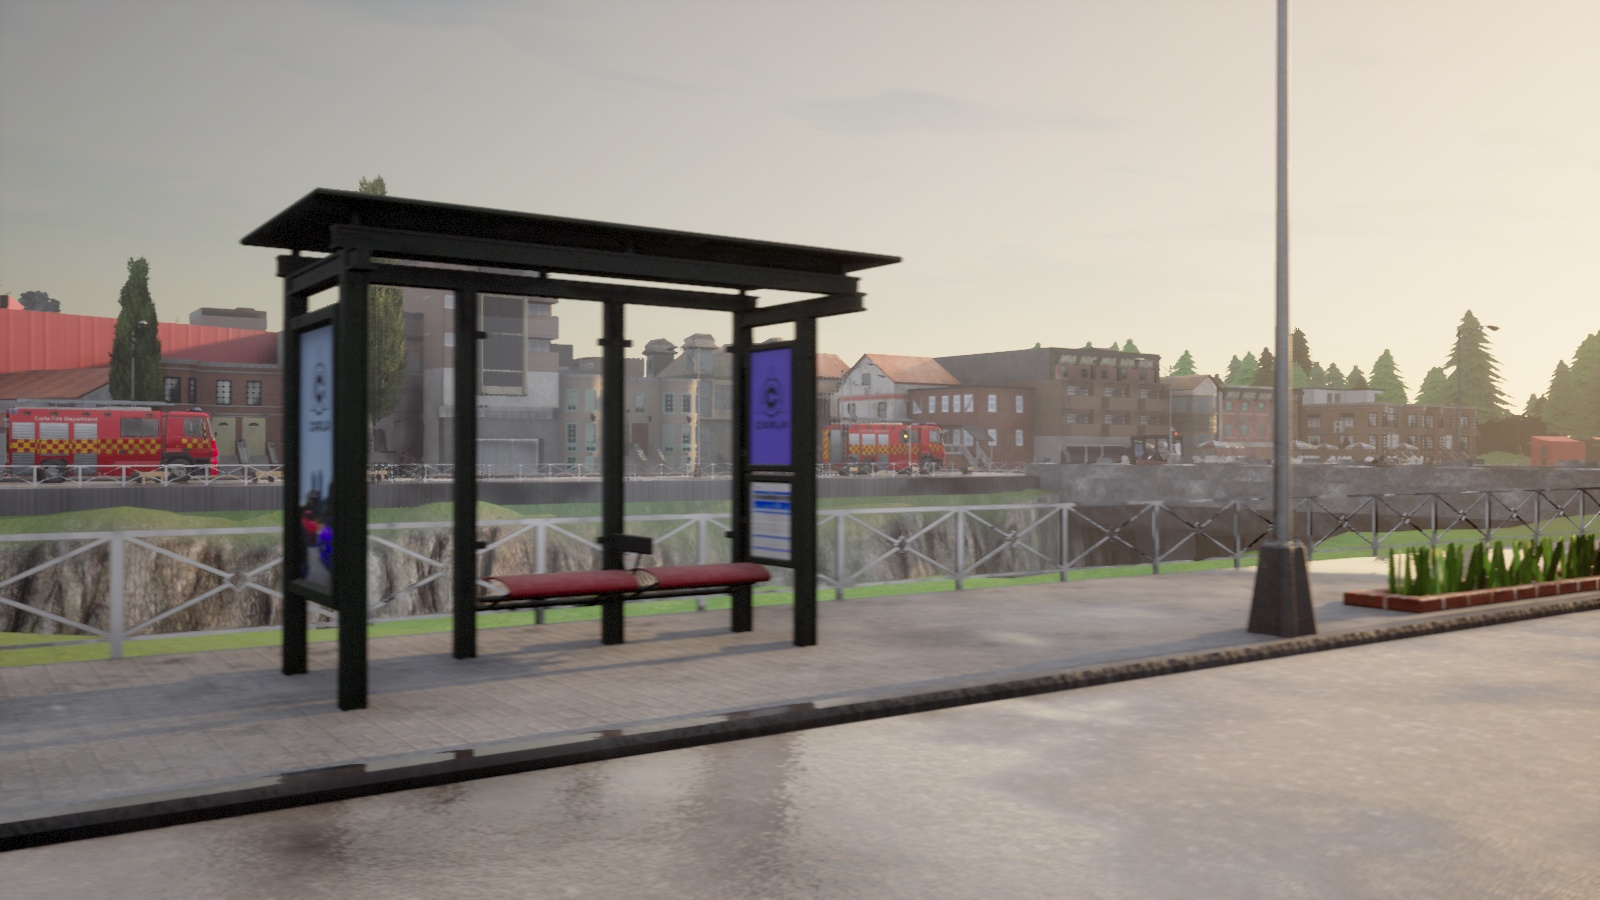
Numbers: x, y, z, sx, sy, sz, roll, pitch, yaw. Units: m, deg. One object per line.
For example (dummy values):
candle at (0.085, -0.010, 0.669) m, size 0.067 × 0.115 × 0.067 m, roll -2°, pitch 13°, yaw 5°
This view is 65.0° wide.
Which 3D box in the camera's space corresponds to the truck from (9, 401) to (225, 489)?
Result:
truck at (-31.272, -0.212, 57.691) m, size 8.468 × 3.827 × 2.891 m, roll 0°, pitch 0°, yaw -35°

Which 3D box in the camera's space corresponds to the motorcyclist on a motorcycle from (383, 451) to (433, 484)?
motorcyclist on a motorcycle at (-20.370, 0.898, 65.280) m, size 2.350 × 1.649 × 0.766 m, roll 0°, pitch 0°, yaw -35°

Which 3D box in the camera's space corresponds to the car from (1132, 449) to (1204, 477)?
car at (22.606, 0.784, 77.202) m, size 1.851 × 1.617 × 3.988 m, roll 0°, pitch 0°, yaw -35°

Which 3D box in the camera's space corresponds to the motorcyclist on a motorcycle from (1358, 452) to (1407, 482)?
motorcyclist on a motorcycle at (30.508, 0.877, 65.846) m, size 0.866 × 1.530 × 2.191 m, roll 0°, pitch 0°, yaw -35°

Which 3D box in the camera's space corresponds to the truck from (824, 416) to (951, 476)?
truck at (5.853, -0.227, 83.543) m, size 8.468 × 3.827 × 2.891 m, roll 0°, pitch 0°, yaw -35°
